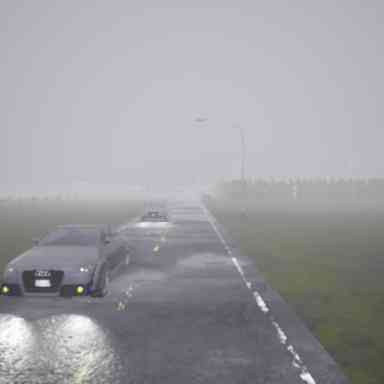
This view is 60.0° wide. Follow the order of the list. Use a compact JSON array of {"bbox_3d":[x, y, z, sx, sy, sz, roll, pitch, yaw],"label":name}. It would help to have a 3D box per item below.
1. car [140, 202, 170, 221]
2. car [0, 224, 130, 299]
[{"bbox_3d":[-2.761,1.447,25.737,1.994,1.385,4.181,0,0,1],"label":"car"},{"bbox_3d":[-2.822,1.530,8.296,1.994,1.385,4.181,0,0,0],"label":"car"}]
